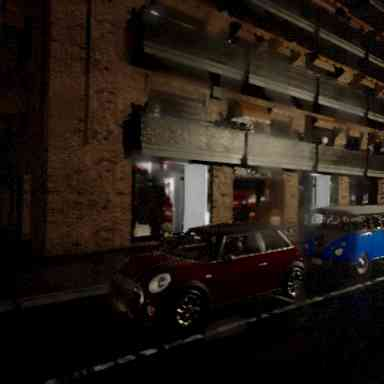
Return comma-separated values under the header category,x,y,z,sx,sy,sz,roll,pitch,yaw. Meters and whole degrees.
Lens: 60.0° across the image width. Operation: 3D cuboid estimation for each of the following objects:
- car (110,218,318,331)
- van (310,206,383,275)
category,x,y,z,sx,sy,sz,roll,pitch,yaw
car,0.429,1.435,6.836,4.097,1.590,1.967,0,1,-35
van,5.073,1.329,10.137,3.998,1.788,1.690,0,1,-35
